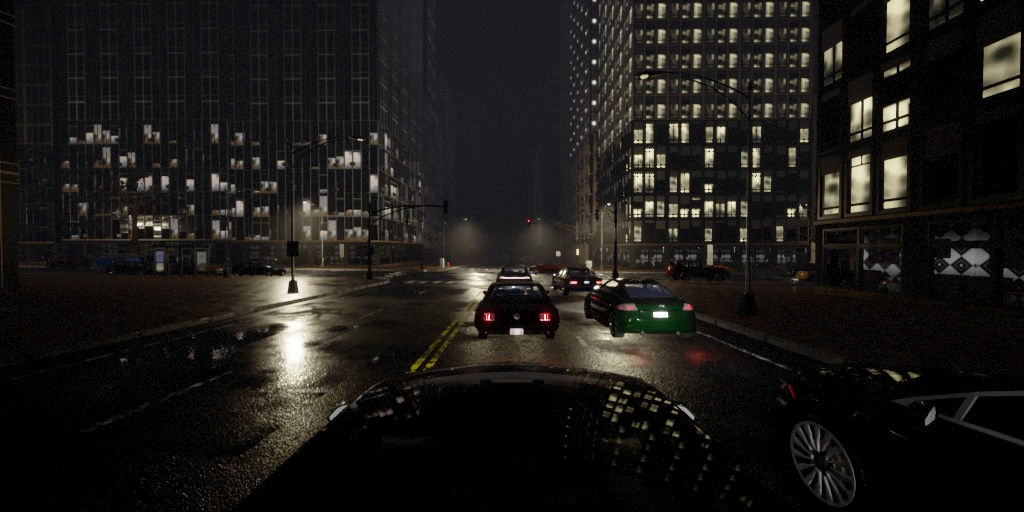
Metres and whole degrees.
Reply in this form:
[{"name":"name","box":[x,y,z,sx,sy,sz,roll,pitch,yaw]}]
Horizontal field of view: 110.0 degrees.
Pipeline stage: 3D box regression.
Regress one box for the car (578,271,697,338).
[{"name":"car","box":[3.369,1.310,10.205,1.994,1.385,4.181,0,0,-1]}]

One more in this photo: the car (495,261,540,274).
[{"name":"car","box":[0.123,1.232,19.235,2.128,1.511,4.902,0,0,0]}]

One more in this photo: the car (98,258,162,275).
[{"name":"car","box":[-34.054,1.068,32.477,4.313,1.339,1.948,0,0,1]}]

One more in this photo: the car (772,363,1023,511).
[{"name":"car","box":[3.340,1.242,1.375,2.128,1.511,4.902,0,0,0]}]

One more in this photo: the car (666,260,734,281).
[{"name":"car","box":[16.235,1.267,31.568,5.009,1.841,2.192,0,0,1]}]

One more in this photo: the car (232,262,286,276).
[{"name":"car","box":[-22.689,1.172,32.153,4.313,1.339,1.948,0,0,1]}]

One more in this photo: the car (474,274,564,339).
[{"name":"car","box":[0.110,1.347,9.979,1.895,1.301,4.718,0,0,0]}]

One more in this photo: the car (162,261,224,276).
[{"name":"car","box":[-28.373,1.137,32.295,4.207,1.307,1.802,0,0,1]}]

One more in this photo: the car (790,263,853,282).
[{"name":"car","box":[27.683,1.577,31.354,4.829,1.417,1.751,0,0,1]}]

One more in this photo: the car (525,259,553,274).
[{"name":"car","box":[3.675,1.312,37.568,4.181,1.385,1.994,1,1,1]}]

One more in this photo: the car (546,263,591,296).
[{"name":"car","box":[3.409,1.288,19.435,2.033,1.411,5.357,0,0,-3]}]

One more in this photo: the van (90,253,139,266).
[{"name":"van","box":[-45.232,0.603,41.154,3.998,1.789,1.690,0,0,1]}]

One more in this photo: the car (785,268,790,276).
[{"name":"car","box":[31.002,1.489,37.063,4.892,1.490,1.837,-1,1,1]}]
